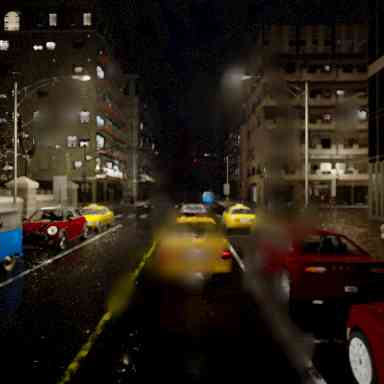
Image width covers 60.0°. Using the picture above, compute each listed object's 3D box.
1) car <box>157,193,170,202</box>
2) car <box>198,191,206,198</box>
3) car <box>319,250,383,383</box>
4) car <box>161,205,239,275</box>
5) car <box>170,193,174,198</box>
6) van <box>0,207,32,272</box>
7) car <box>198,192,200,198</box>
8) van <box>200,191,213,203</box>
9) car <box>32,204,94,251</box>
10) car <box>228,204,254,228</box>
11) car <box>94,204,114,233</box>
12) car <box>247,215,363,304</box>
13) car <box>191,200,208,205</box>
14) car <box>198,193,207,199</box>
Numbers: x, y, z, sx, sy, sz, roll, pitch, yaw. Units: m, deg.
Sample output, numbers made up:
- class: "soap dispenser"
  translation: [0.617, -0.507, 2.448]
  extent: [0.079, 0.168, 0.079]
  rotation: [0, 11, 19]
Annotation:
- class: "car"
  translation: [-5.687, 1.134, 62.822]
  extent: [1.802, 1.307, 4.206]
  rotation: [1, 0, 0]
- class: "car"
  translation: [2.695, 0.637, 91.118]
  extent: [2.192, 1.841, 5.009]
  rotation: [1, 0, 0]
- class: "car"
  translation: [2.699, 1.529, 2.253]
  extent: [1.887, 1.381, 4.507]
  rotation: [1, 0, 0]
- class: "car"
  translation: [0.099, 1.390, 10.172]
  extent: [1.801, 1.575, 5.366]
  rotation: [0, 0, 0]
- class: "car"
  translation: [-5.689, 0.903, 91.177]
  extent: [1.802, 1.307, 4.206]
  rotation: [1, 0, 0]
- class: "van"
  translation: [-5.680, 1.289, 7.891]
  extent: [1.690, 1.788, 3.998]
  rotation: [1, 0, 0]
- class: "car"
  translation: [2.694, 1.097, 62.767]
  extent: [1.887, 1.381, 4.507]
  rotation: [1, 0, 0]
- class: "van"
  translation: [2.697, 0.937, 57.093]
  extent: [1.690, 1.788, 3.998]
  rotation: [1, 0, 0]
- class: "car"
  translation: [-5.681, 1.351, 13.504]
  extent: [1.967, 1.590, 4.097]
  rotation: [1, 0, 0]
- class: "car"
  translation: [2.697, 1.397, 19.273]
  extent: [1.752, 1.417, 4.829]
  rotation: [1, 0, 0]
- class: "car"
  translation: [-5.683, 1.400, 18.949]
  extent: [1.752, 1.417, 4.829]
  rotation: [1, 0, 0]
- class: "car"
  translation: [2.698, 1.493, 7.870]
  extent: [1.887, 1.381, 4.507]
  rotation: [1, 0, 0]
- class: "car"
  translation: [0.107, 1.456, 21.732]
  extent: [1.895, 1.301, 4.718]
  rotation: [0, 0, 0]
- class: "car"
  translation: [2.692, 0.920, 85.449]
  extent: [2.008, 1.369, 4.403]
  rotation: [1, 0, 0]
